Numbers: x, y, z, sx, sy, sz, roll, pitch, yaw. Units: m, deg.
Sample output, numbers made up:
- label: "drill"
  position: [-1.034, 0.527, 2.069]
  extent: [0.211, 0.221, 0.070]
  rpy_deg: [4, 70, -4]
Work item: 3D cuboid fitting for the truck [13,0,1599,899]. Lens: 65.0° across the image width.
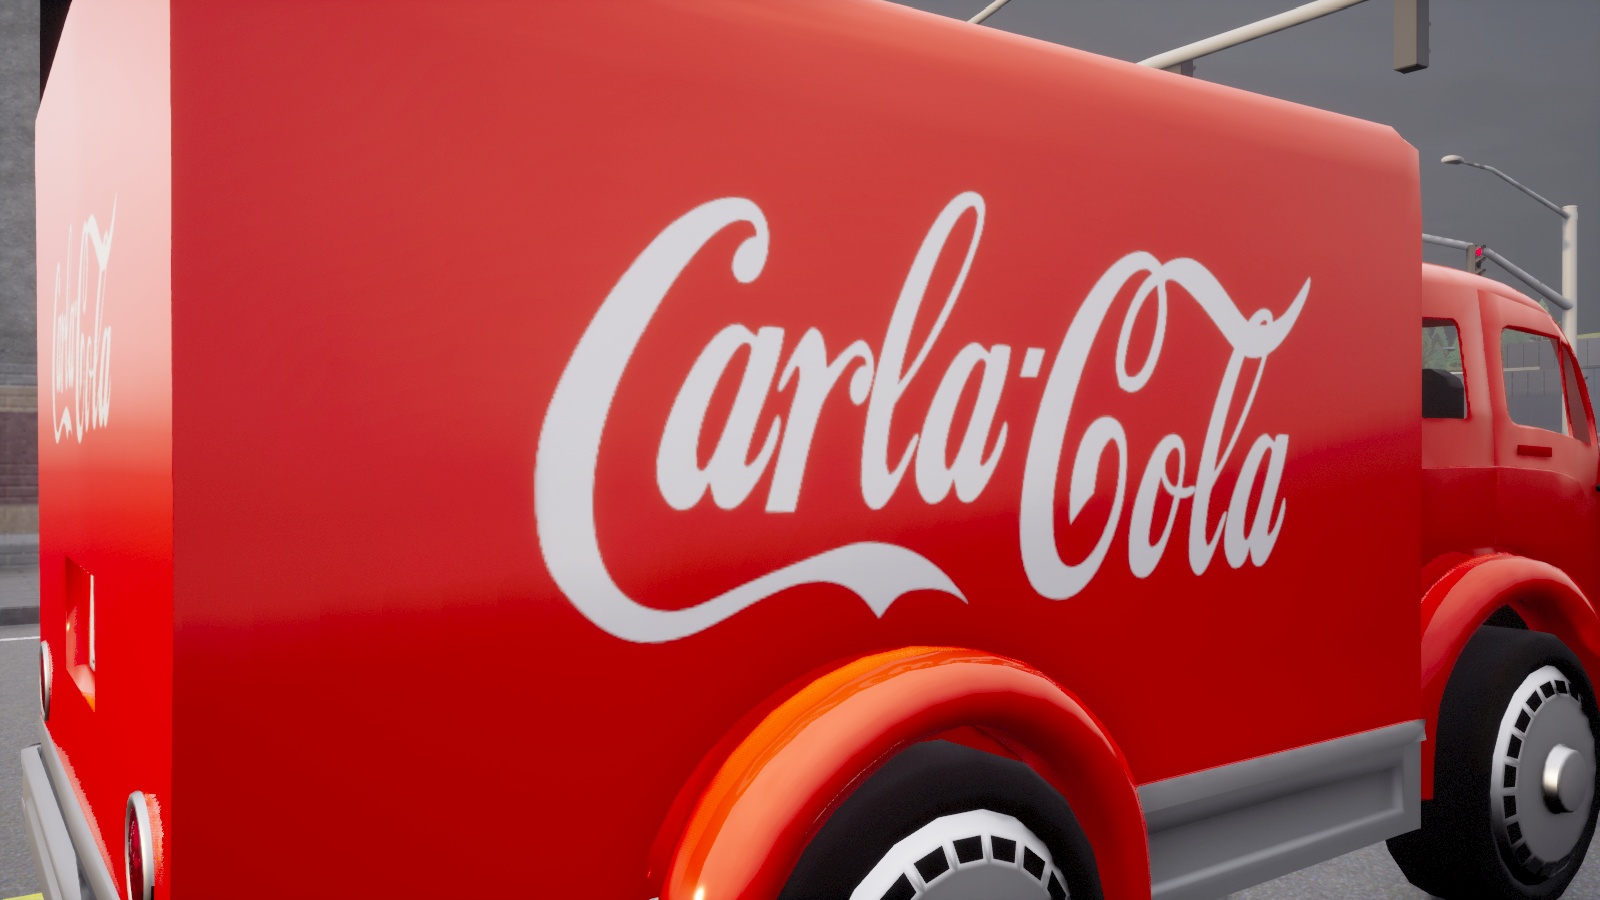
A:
- label: "truck"
  position: [0.591, 0.267, 4.070]
  extent: [5.204, 2.467, 2.627]
  rpy_deg: [0, 0, -35]
